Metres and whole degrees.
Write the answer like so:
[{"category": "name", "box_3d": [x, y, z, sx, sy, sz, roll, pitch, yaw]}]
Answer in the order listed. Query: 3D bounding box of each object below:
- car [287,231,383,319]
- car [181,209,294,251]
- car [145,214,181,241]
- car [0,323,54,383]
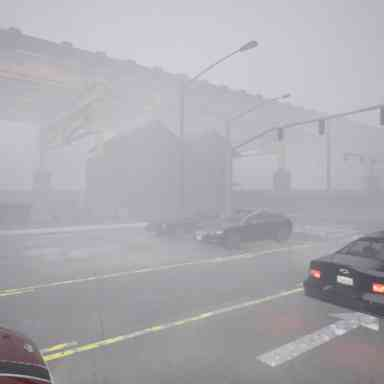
[{"category": "car", "box_3d": [4.655, 1.554, 7.107, 5.357, 1.411, 2.033, 0, 0, -35]}, {"category": "car", "box_3d": [2.271, 1.500, 14.212, 4.902, 1.511, 2.128, 0, 0, -36]}, {"category": "car", "box_3d": [0.052, 1.609, 16.928, 4.718, 1.301, 1.895, 0, 0, -36]}, {"category": "car", "box_3d": [-3.025, 1.351, 1.589, 4.553, 1.767, 2.097, 0, 0, -36]}]
